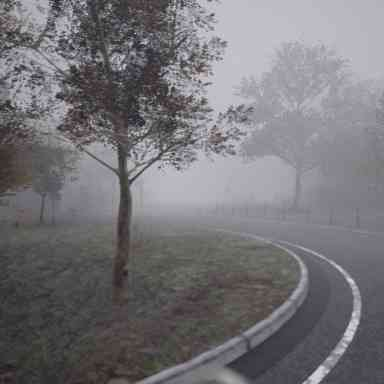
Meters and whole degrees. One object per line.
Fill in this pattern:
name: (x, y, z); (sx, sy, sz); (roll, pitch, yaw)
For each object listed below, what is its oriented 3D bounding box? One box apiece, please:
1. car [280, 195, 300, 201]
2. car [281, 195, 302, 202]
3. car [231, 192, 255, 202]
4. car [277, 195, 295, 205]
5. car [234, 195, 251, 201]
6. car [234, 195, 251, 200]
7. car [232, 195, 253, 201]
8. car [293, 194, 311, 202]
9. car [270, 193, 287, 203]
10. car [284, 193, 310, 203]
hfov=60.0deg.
car: (26.290, 1.653, 89.308); (5.008, 1.535, 2.097); (0, 0, 8)
car: (25.876, 1.651, 86.515); (4.892, 1.521, 2.231); (1, 0, 8)
car: (11.750, 1.265, 77.106); (5.566, 2.045, 2.435); (1, 0, 8)
car: (17.081, 1.645, 60.547); (1.895, 1.301, 4.718); (1, 0, 9)
car: (13.855, 1.583, 91.077); (4.674, 1.452, 2.002); (1, 0, 8)
car: (14.238, 1.575, 93.876); (4.792, 1.488, 2.163); (1, 0, 8)
car: (12.601, 1.530, 82.693); (5.008, 1.535, 2.097); (1, 0, 8)
car: (23.748, 1.486, 72.549); (4.553, 1.767, 2.185); (1, 1, 8)
car: (18.588, 1.286, 70.782); (2.150, 2.045, 5.566); (1, 0, 8)
car: (24.633, 1.383, 78.261); (5.566, 2.045, 2.435); (0, 0, 8)
